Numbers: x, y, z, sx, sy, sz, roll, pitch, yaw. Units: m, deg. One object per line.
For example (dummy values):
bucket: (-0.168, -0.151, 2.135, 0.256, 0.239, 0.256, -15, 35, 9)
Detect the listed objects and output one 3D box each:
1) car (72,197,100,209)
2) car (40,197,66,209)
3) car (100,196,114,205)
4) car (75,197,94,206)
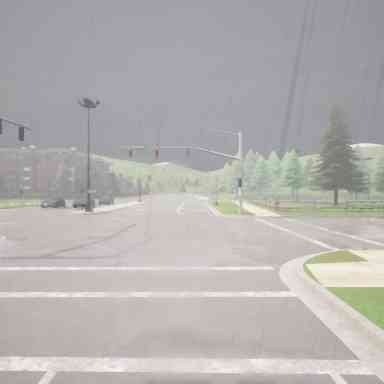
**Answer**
car: (-14.949, 1.547, 46.418, 2.033, 1.411, 5.357, 0, 0, 0)
car: (-18.473, 1.492, 44.468, 2.128, 1.511, 4.902, 0, 0, 1)
car: (-14.921, 1.505, 58.186, 1.837, 1.490, 4.892, 0, 0, 0)
car: (-18.426, 1.564, 57.122, 1.994, 1.385, 4.181, 0, 0, 0)
